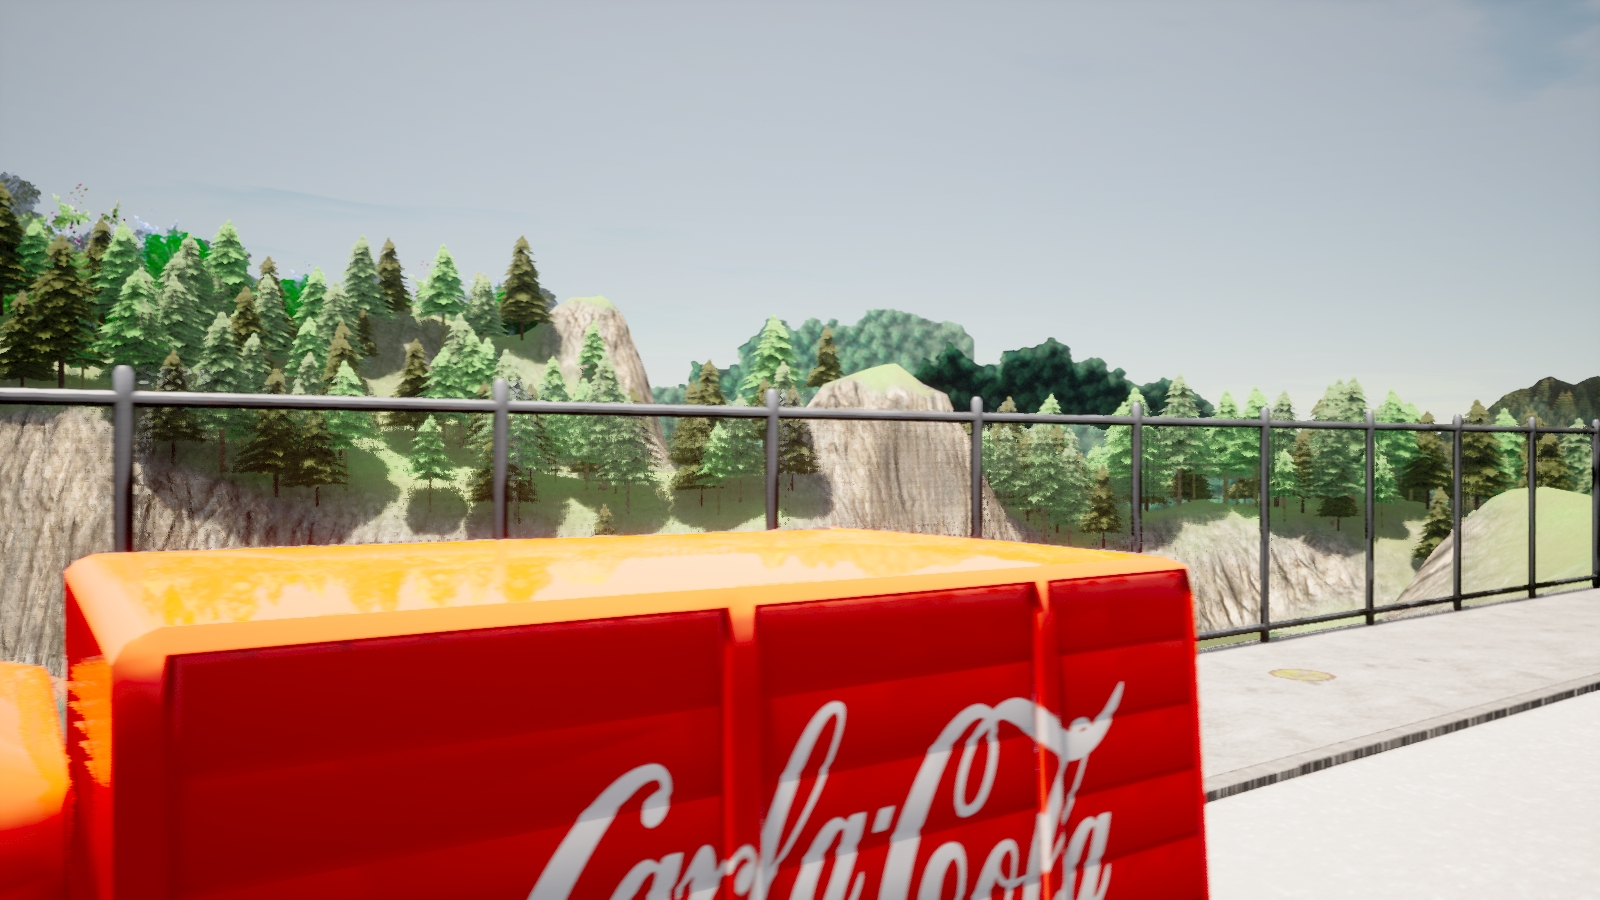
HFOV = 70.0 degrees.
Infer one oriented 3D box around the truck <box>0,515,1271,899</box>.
[{"bbox_3d":[-1.276,1.571,3.499,5.204,2.467,2.627,0,0,-35],"label":"truck"}]
